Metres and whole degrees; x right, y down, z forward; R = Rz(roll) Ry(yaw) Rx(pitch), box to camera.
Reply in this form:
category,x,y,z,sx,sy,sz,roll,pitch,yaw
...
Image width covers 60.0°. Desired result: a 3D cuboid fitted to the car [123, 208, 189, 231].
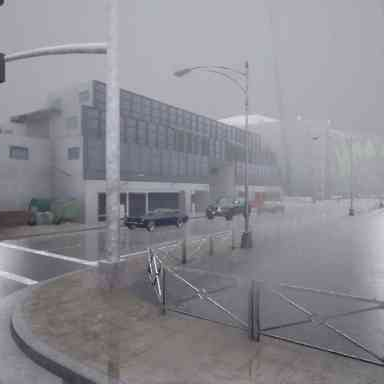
category,x,y,z,sx,sy,sz,roll,pitch,yaw
car,-2.303,1.777,22.153,1.895,1.301,4.718,0,0,35

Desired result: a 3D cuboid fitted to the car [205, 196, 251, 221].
category,x,y,z,sx,sy,sz,roll,pitch,yaw
car,3.427,1.398,30.183,2.150,2.045,5.566,0,0,36

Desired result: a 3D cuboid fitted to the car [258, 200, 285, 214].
category,x,y,z,sx,sy,sz,roll,pitch,yaw
car,9.201,1.702,38.256,1.812,1.442,4.674,0,0,36
